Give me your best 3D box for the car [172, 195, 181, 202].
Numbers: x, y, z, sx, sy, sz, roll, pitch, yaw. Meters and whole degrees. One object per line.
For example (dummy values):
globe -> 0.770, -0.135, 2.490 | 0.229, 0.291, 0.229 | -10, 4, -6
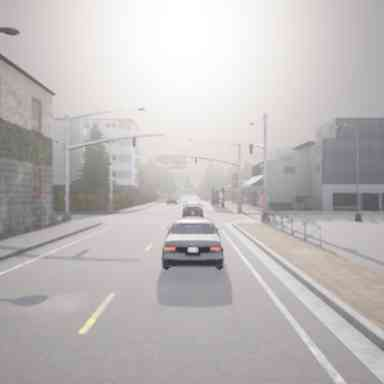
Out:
car -> -3.488, 1.453, 75.253 | 1.895, 1.301, 4.718 | 0, 0, 0

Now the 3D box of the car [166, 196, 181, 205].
car -> -3.535, 1.609, 59.219 | 1.895, 1.301, 4.718 | 0, 0, 1

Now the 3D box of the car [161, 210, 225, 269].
car -> 0.043, 1.549, 11.148 | 2.033, 1.411, 5.357 | 0, 0, 0

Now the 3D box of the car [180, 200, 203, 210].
car -> 0.080, 1.613, 30.873 | 1.812, 1.442, 4.674 | 0, -1, 0
